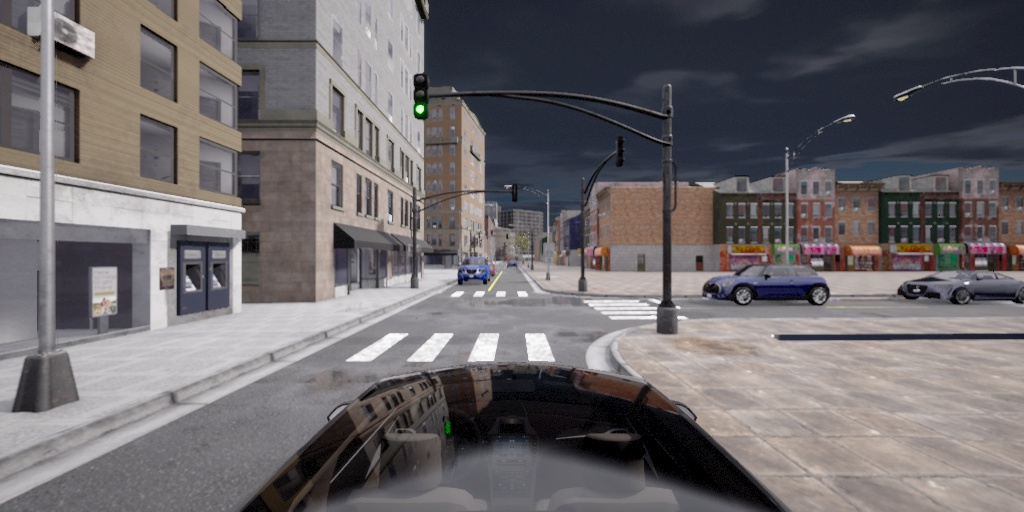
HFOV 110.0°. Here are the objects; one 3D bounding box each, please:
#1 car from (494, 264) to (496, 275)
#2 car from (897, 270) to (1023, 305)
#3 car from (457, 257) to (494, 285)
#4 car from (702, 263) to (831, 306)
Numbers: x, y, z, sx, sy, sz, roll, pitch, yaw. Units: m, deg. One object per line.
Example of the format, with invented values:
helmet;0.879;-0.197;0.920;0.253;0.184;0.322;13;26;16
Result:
car;-2.871;1.271;38.256;2.097;1.767;4.553;0;0;0
car;19.426;1.294;15.460;4.181;1.385;1.994;0;0;0
car;-2.873;1.092;28.090;2.150;2.045;5.566;0;0;0
car;10.747;1.114;15.437;4.553;1.767;2.097;0;0;1
